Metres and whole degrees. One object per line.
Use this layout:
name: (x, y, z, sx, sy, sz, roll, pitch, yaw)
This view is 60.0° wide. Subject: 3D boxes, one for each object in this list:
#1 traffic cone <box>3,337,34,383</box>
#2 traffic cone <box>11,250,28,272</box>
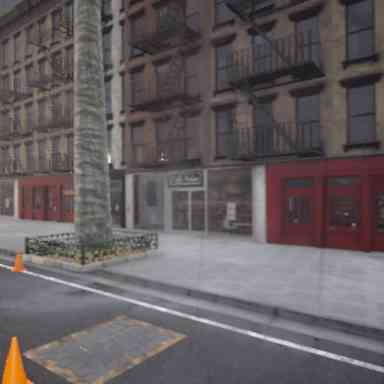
traffic cone: (-2.056, 1.981, 3.855, 0.340, 0.580, 0.340, 0, 0, 36)
traffic cone: (-5.102, 2.018, 9.832, 0.340, 0.580, 0.340, 0, 0, 36)
